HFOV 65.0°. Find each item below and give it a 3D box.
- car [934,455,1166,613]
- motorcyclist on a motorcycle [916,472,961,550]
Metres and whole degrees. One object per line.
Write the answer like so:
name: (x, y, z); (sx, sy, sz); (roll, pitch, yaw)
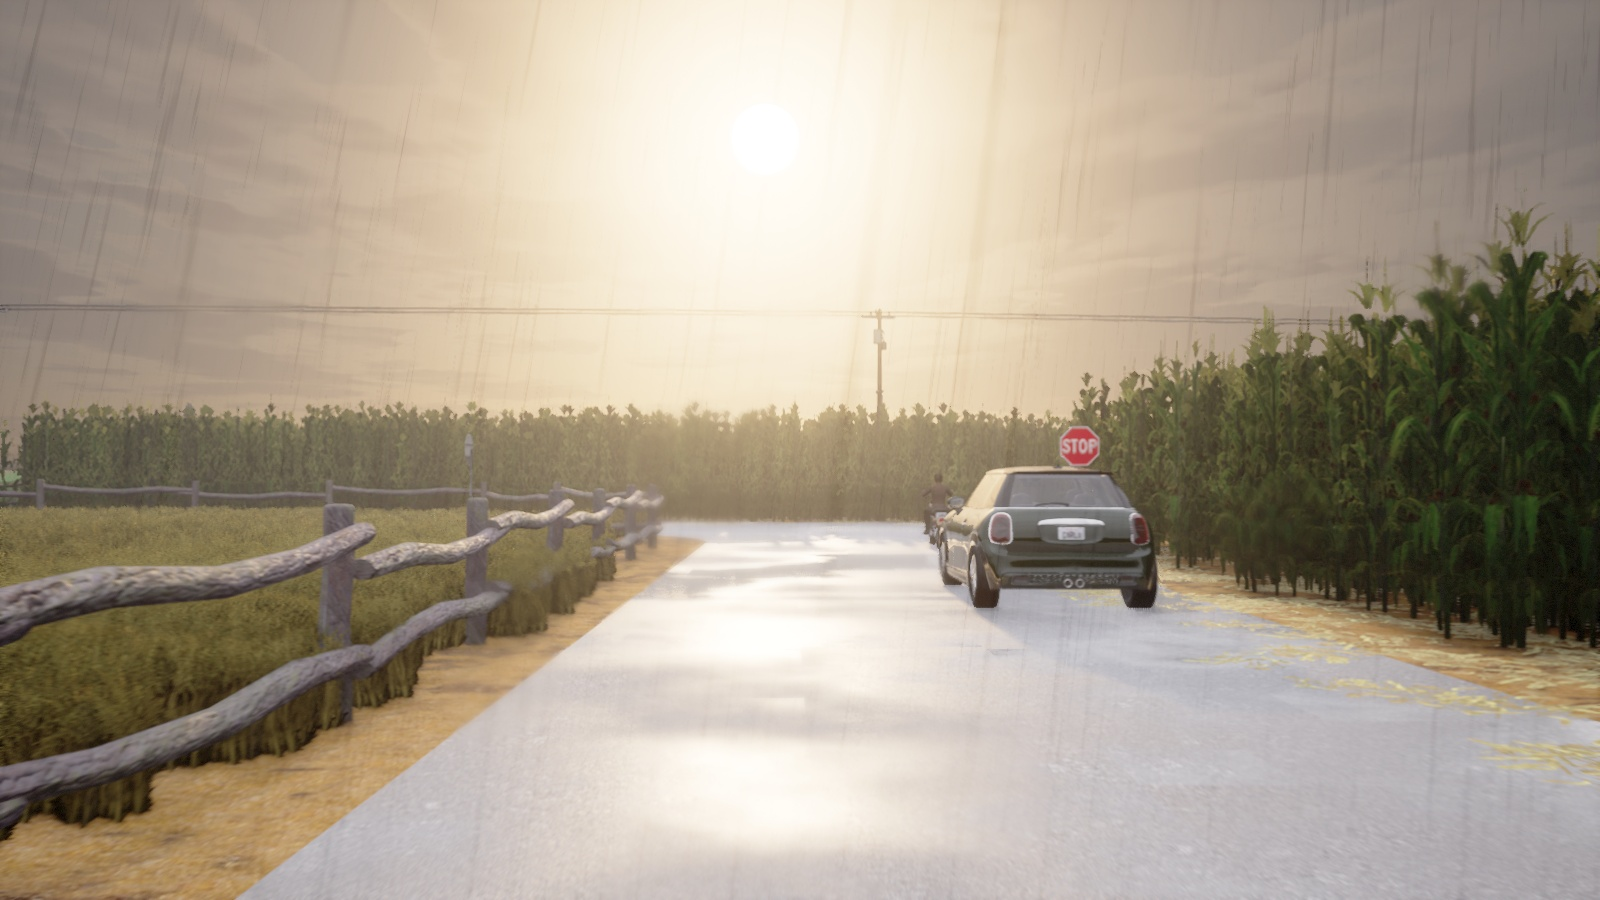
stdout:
car: (3.059, 0.995, 16.428); (2.097, 1.767, 4.553); (0, -1, 0)
motorcyclist on a motorcycle: (3.049, 1.317, 27.879); (0.766, 1.649, 2.350); (0, -1, 1)
